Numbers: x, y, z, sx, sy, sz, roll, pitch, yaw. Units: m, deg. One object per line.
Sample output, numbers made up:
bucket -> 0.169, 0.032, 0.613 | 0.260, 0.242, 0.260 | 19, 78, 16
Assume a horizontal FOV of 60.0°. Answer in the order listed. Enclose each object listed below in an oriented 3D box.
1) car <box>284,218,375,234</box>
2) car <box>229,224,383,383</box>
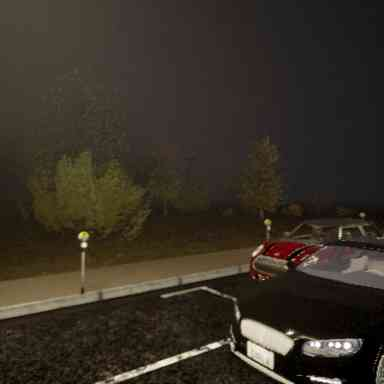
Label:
car -> 3.381, 1.447, 8.500 | 4.097, 1.590, 1.967 | 0, 1, -36
car -> 2.730, 1.496, 5.019 | 4.902, 1.511, 2.128 | 0, 0, -36
